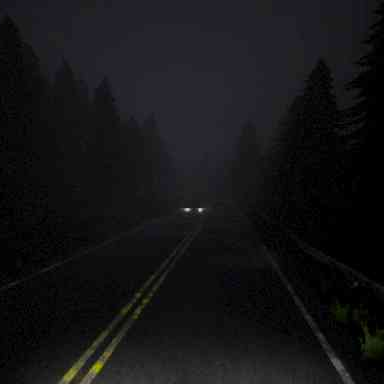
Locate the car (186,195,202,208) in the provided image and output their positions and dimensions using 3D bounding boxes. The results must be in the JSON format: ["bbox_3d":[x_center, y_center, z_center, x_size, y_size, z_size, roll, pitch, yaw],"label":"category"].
[{"bbox_3d":[0.268,1.189,42.749,1.882,1.535,5.008,1,0,2],"label":"car"}]

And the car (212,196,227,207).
[{"bbox_3d":[3.840,1.270,46.379,2.033,1.411,5.357,1,1,0],"label":"car"}]
